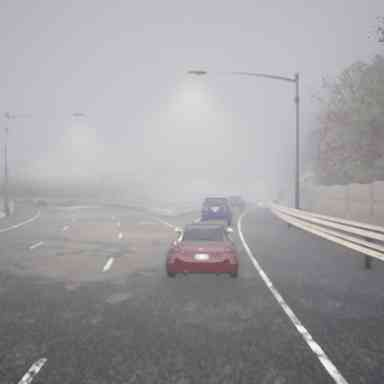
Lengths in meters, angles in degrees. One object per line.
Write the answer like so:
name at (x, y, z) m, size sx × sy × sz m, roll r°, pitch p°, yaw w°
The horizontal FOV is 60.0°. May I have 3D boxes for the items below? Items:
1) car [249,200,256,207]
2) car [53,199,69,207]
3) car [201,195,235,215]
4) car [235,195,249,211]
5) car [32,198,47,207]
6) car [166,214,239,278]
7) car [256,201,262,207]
car at (9.846, 2.045, 59.716) m, size 2.033 × 1.411 × 5.357 m, roll 0°, pitch -2°, yaw 15°
car at (-23.367, 1.903, 59.347) m, size 1.994 × 1.385 × 4.181 m, roll 0°, pitch 0°, yaw -34°
car at (1.970, 1.365, 25.398) m, size 2.150 × 2.045 × 5.566 m, roll 0°, pitch 0°, yaw 8°
car at (6.177, 1.480, 46.206) m, size 2.150 × 2.045 × 5.566 m, roll 0°, pitch -1°, yaw 15°
car at (-26.571, 1.836, 57.875) m, size 1.837 × 1.490 × 4.892 m, roll 0°, pitch -1°, yaw -34°
car at (0.363, 1.624, 10.439) m, size 1.994 × 1.385 × 4.181 m, roll 0°, pitch 0°, yaw 3°
car at (13.648, 2.705, 73.483) m, size 1.895 × 1.301 × 4.718 m, roll 0°, pitch -3°, yaw 16°
